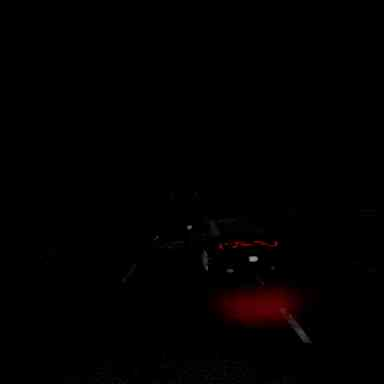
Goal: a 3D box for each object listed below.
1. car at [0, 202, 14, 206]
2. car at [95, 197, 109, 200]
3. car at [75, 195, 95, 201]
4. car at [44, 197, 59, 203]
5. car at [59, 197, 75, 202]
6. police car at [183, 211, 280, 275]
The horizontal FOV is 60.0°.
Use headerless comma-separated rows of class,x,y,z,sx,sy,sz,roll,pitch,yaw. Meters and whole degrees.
car,-17.567,1.627,30.237,2.033,1.411,5.357,0,0,0
car,-17.549,1.827,67.200,1.812,1.442,4.674,0,0,0
car,-21.049,1.528,67.170,2.150,2.045,5.566,0,0,0
car,-28.049,1.780,67.192,1.882,1.535,5.008,0,0,0
car,-24.549,1.803,67.195,1.837,1.490,4.892,0,0,0
police car,0.965,1.441,10.798,1.930,1.638,5.238,-1,0,-13
